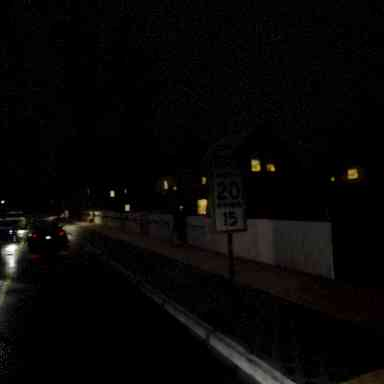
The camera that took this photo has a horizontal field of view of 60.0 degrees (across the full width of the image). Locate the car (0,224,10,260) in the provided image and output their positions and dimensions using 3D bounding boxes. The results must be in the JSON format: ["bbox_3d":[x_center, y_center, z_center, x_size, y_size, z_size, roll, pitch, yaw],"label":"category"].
[{"bbox_3d":[-8.625,2.265,13.059,2.033,1.411,5.357,-2,-2,-25],"label":"car"}]

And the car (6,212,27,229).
[{"bbox_3d":[-20.125,3.291,37.828,2.150,2.045,5.566,-2,-2,-25],"label":"car"}]

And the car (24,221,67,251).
[{"bbox_3d":[-8.381,2.459,19.250,1.994,1.385,4.181,-2,-2,-25],"label":"car"}]

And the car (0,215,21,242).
[{"bbox_3d":[-13.598,2.729,23.691,1.882,1.535,5.008,-2,-2,-25],"label":"car"}]
